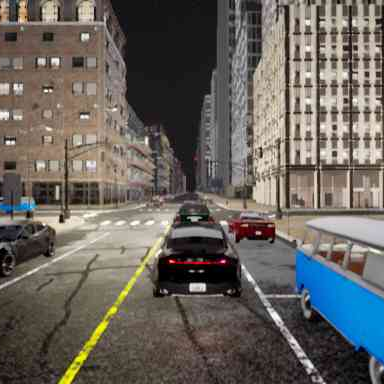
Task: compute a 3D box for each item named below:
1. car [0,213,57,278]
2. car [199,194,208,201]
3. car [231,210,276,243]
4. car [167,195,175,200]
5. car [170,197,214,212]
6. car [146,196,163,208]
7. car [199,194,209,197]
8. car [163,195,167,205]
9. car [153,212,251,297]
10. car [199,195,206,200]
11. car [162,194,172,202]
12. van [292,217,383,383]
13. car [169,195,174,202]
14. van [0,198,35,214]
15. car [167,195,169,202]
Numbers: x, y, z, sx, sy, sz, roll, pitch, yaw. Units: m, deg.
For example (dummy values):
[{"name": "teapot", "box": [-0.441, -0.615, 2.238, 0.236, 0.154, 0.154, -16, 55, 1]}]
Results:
[{"name": "car", "box": [-5.673, 1.560, 10.222, 1.947, 1.339, 4.313, 1, 0, 0]}, {"name": "car", "box": [2.773, 1.343, 82.138, 1.967, 1.590, 4.097, 1, 0, 0]}, {"name": "car", "box": [2.713, 1.535, 15.785, 1.887, 1.381, 4.507, 1, 0, 0]}, {"name": "car", "box": [-5.603, 1.418, 87.628, 1.752, 1.417, 4.829, 1, 0, 0]}, {"name": "car", "box": [0.086, 1.341, 17.608, 2.097, 1.767, 4.553, 0, 0, -1]}, {"name": "car", "box": [-5.639, 1.542, 48.237, 1.802, 1.307, 4.206, 1, 0, 0]}, {"name": "car", "box": [2.752, 1.492, 59.532, 2.008, 1.369, 4.403, 1, 0, 0]}, {"name": "car", "box": [-5.632, 1.391, 53.889, 1.967, 1.590, 4.097, 1, 0, 0]}, {"name": "car", "box": [0.109, 1.500, 8.515, 1.837, 1.490, 4.892, 0, 0, 0]}, {"name": "car", "box": [2.777, 1.418, 87.959, 1.752, 1.417, 4.829, 1, 0, 0]}, {"name": "car", "box": [-5.612, 1.353, 76.494, 1.967, 1.590, 4.097, 1, 0, 0]}, {"name": "van", "box": [2.706, 1.339, 4.632, 1.690, 1.788, 3.998, 1, 0, 0]}, {"name": "car", "box": [-5.619, 1.473, 70.843, 2.008, 1.369, 4.403, 1, 0, 0]}, {"name": "van", "box": [-19.704, 1.501, 37.119, 3.998, 1.788, 1.690, 0, 0, 1]}, {"name": "car", "box": [-5.629, 1.523, 59.540, 1.802, 1.307, 4.206, 1, 0, 0]}]
